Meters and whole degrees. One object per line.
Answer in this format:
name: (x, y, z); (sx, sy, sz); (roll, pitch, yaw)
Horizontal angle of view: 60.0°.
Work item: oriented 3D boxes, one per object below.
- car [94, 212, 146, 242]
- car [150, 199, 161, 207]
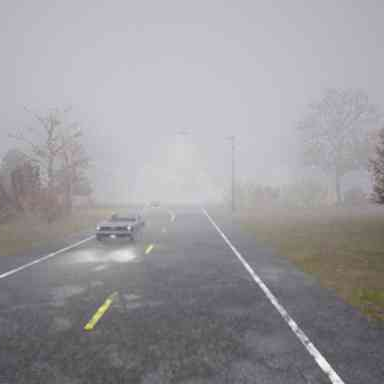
car: (-3.628, 1.755, 17.503); (1.895, 1.301, 4.718); (0, 0, 0)
car: (-6.590, 2.036, 60.217); (1.994, 1.385, 4.181); (0, 0, -5)
